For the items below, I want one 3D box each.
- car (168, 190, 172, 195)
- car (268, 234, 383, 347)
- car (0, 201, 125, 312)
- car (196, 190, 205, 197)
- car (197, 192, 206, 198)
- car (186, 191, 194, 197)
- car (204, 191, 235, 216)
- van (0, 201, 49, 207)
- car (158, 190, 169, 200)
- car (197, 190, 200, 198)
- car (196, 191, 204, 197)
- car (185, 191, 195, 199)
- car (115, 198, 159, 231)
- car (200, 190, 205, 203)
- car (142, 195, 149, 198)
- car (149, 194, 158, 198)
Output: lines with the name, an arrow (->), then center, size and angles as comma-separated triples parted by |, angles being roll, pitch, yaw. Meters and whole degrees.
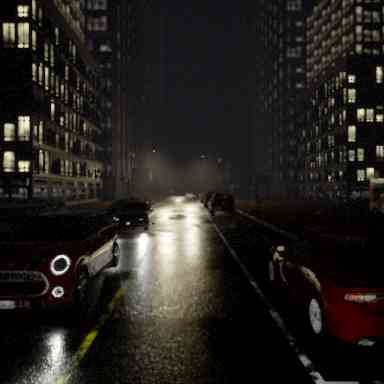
car -> -6.244, 0.715, 78.223 | 1.802, 1.307, 4.206 | 0, 1, 0
car -> 2.679, 1.465, 6.281 | 1.887, 1.381, 4.507 | 0, 1, 0
car -> -3.148, 1.273, 7.801 | 2.097, 1.767, 4.553 | 0, 1, 0
car -> 2.097, 0.359, 83.819 | 2.192, 1.841, 5.009 | 0, 1, 0
car -> 2.136, 0.673, 78.283 | 1.947, 1.339, 4.313 | 0, 1, 0
car -> -0.573, 0.473, 80.373 | 1.837, 1.490, 4.892 | 0, 1, 0
car -> 2.496, 0.987, 28.431 | 2.192, 1.841, 5.009 | 0, 1, 0
van -> -5.764, 1.225, 11.754 | 1.690, 1.788, 3.998 | 0, 1, 0
car -> -6.164, 0.841, 67.145 | 1.802, 1.307, 4.206 | 0, 1, 0
car -> 2.337, 0.737, 50.587 | 2.192, 1.841, 5.009 | 0, 1, 0
car -> 2.056, 0.421, 89.359 | 1.967, 1.590, 4.097 | 0, 1, 0
car -> -0.500, 0.724, 70.367 | 1.812, 1.442, 4.674 | 0, 1, 0
car -> -3.220, 1.300, 19.104 | 1.837, 1.490, 4.892 | 0, 1, 0
car -> 2.416, 0.862, 39.509 | 2.192, 1.841, 5.009 | 0, 1, 0
car -> -5.924, 1.186, 33.911 | 2.008, 1.369, 4.403 | 0, 1, 0
car -> -6.004, 1.092, 44.990 | 1.802, 1.307, 4.206 | 0, 1, 0
